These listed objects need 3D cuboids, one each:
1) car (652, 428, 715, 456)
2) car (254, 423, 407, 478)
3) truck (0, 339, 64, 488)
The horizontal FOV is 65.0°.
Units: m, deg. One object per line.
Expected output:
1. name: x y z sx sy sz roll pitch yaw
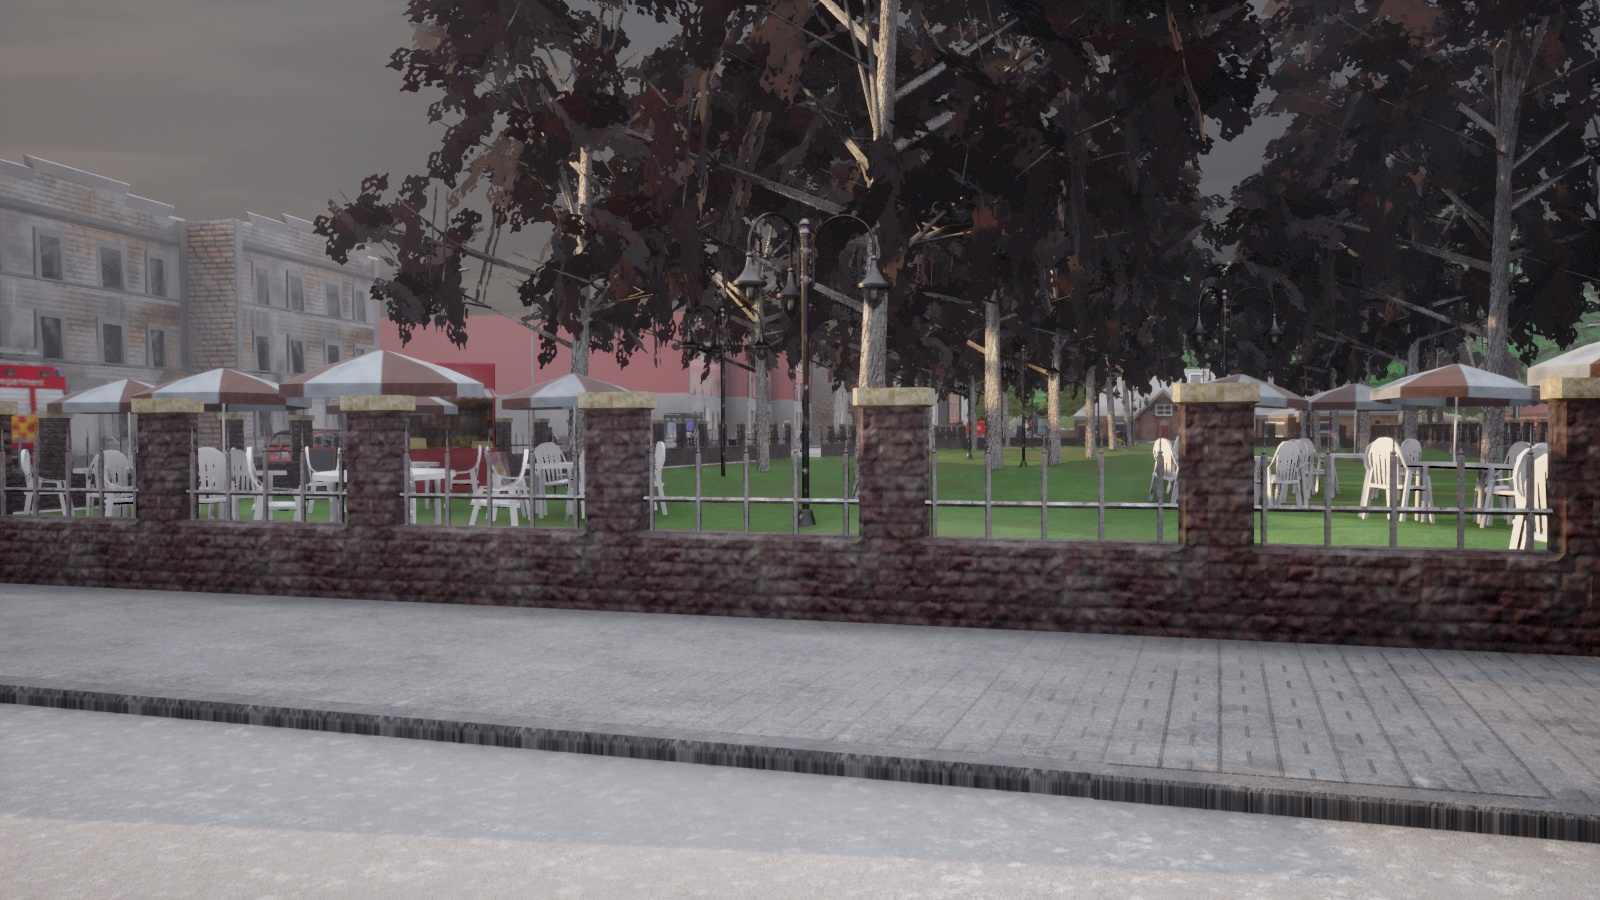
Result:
1. car: -7.111 -0.506 77.181 2.033 1.649 4.856 1 1 18
2. car: -15.070 -0.036 40.603 2.242 1.667 4.611 1 1 18
3. truck: -22.649 -0.910 30.447 2.891 3.827 8.468 1 1 18
